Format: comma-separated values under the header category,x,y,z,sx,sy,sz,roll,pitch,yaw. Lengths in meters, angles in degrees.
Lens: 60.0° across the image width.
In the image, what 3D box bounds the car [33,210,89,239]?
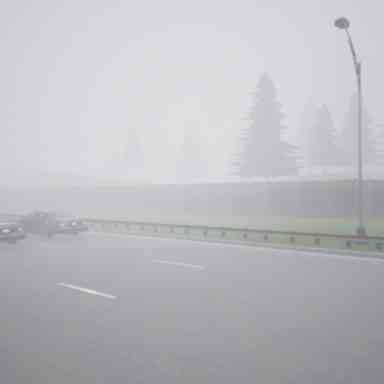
category,x,y,z,sx,sy,sz,roll,pitch,yaw
car,-8.002,1.695,18.316,5.357,1.411,2.033,-1,0,36

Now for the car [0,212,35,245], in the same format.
category,x,y,z,sx,sy,sz,roll,pitch,yaw
car,-9.746,1.692,15.261,5.357,1.411,2.033,-1,0,36
